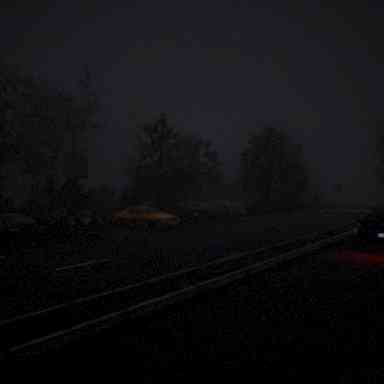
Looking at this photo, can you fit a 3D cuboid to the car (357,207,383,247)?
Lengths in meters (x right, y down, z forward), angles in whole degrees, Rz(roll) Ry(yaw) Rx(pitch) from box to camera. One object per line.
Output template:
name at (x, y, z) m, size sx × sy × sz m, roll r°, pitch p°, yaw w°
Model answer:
car at (8.122, 1.288, 13.228) m, size 1.882 × 1.535 × 5.008 m, roll -1°, pitch 0°, yaw 42°

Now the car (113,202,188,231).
car at (-3.095, 1.603, 22.078) m, size 5.366 × 1.575 × 1.946 m, roll -1°, pitch 0°, yaw 41°

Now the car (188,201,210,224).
car at (-1.431, 1.592, 24.291) m, size 4.792 × 1.488 × 2.163 m, roll -1°, pitch 0°, yaw 41°

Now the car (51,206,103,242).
car at (-6.851, 1.571, 18.051) m, size 4.553 × 1.767 × 2.185 m, roll -1°, pitch 0°, yaw 41°

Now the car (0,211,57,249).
car at (-8.693, 1.772, 15.997) m, size 4.674 × 1.452 × 2.002 m, roll -1°, pitch 0°, yaw 41°

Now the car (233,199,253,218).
car at (2.231, 1.455, 28.398) m, size 5.008 × 1.535 × 2.097 m, roll -1°, pitch 0°, yaw 41°

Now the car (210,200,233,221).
car at (0.403, 1.510, 26.340) m, size 4.892 × 1.521 × 2.231 m, roll -1°, pitch 0°, yaw 41°

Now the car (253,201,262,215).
car at (4.052, 1.400, 30.464) m, size 4.892 × 1.521 × 2.231 m, roll -1°, pitch 0°, yaw 41°
